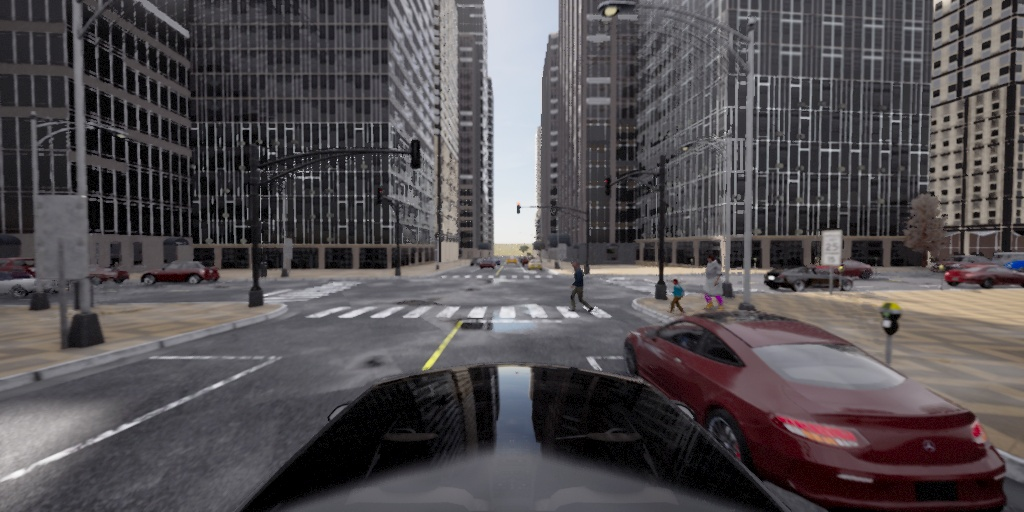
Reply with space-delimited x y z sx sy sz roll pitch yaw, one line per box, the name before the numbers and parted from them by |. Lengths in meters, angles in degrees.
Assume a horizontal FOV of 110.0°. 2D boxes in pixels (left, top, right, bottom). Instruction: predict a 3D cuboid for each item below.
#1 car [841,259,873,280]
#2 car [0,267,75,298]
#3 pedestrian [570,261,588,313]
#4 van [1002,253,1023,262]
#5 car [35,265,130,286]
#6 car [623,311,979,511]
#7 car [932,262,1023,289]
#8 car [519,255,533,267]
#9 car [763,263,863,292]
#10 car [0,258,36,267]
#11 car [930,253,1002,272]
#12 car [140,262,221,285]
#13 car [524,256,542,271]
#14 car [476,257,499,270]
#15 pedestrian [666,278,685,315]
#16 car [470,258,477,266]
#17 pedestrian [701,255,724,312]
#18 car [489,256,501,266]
car | 23.652 0.972 26.137 4.674 1.442 1.812 0 1 -5
car | -25.832 1.435 18.327 4.718 1.301 1.895 0 1 -5
pedestrian | 2.248 0.991 12.084 0.375 1.860 0.375 -1 1 0
van | 43.316 0.598 30.584 3.998 1.789 1.690 0 0 -5
car | -28.210 1.280 23.941 4.207 1.307 1.802 0 0 -5
car | 2.690 1.319 4.339 1.802 1.307 4.207 0 0 0
car | 27.371 1.155 20.687 4.207 1.307 1.802 0 0 -5
car | 2.695 0.754 58.958 2.192 1.841 5.009 0 0 0
car | 16.118 1.208 19.640 4.313 1.339 1.948 0 0 -5
car | -33.835 1.047 23.414 5.009 1.841 2.192 0 0 -5
car | 37.685 0.732 30.060 4.097 1.591 1.967 0 0 -5
car | -22.585 1.104 24.466 4.097 1.591 1.967 0 0 -5
car | 2.794 1.053 43.877 1.751 1.417 4.829 0 0 0
car | -3.105 1.113 46.278 1.895 1.301 4.718 0 0 0
pedestrian | 5.032 1.224 10.890 0.500 1.100 0.500 -1 1 0
car | -5.864 1.001 59.502 1.948 1.339 4.313 0 0 0
pedestrian | 6.440 0.841 11.484 0.375 1.860 0.375 -1 1 0
car | -3.064 0.769 62.560 2.097 1.767 4.553 0 0 0
